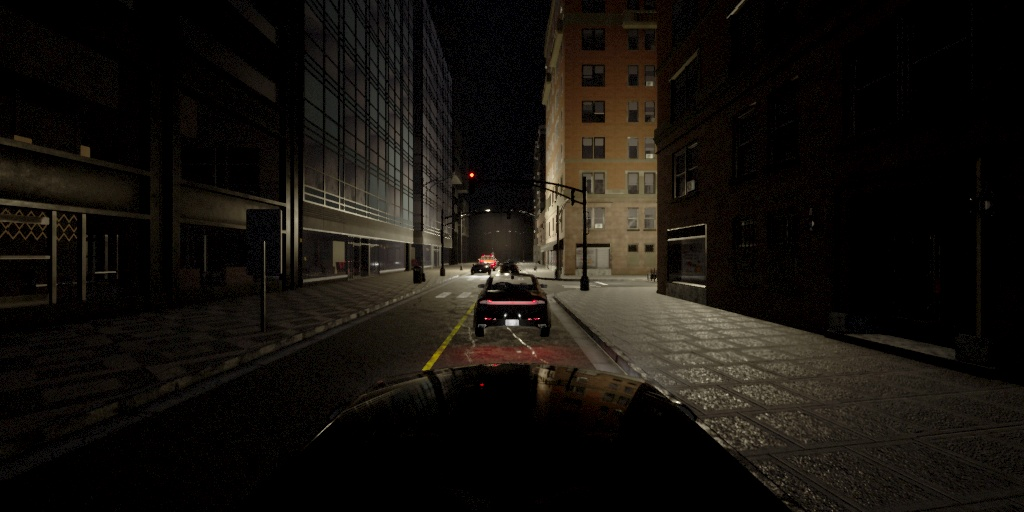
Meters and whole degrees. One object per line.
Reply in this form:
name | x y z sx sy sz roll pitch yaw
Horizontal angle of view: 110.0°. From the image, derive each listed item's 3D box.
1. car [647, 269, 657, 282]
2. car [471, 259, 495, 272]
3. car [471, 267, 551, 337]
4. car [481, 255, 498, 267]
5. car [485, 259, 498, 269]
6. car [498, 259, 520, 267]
car | 12.403 1.193 26.094 4.902 1.511 2.128 0 0 -1
car | -3.210 1.290 38.129 1.994 1.385 4.181 0 0 0
car | 0.016 1.240 10.256 2.128 1.511 4.902 0 0 0
car | -3.232 0.940 47.548 2.150 2.045 5.566 0 0 0
car | -3.267 1.236 57.443 1.812 1.442 4.674 0 0 0
car | -0.196 1.253 36.555 1.812 1.442 4.674 0 0 0
